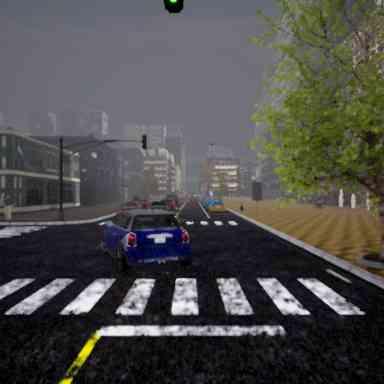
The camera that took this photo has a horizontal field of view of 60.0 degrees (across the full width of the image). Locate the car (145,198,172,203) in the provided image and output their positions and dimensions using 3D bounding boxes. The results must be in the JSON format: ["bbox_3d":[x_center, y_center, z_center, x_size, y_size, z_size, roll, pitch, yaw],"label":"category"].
[{"bbox_3d":[-3.079,1.558,31.328,1.812,1.442,4.674,0,0,-2],"label":"car"}]

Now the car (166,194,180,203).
[{"bbox_3d":[-3.048,1.275,51.859,2.150,2.045,5.566,0,0,1],"label":"car"}]

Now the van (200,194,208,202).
[{"bbox_3d":[2.727,1.420,75.447,1.690,1.788,3.998,0,0,0],"label":"van"}]

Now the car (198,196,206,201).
[{"bbox_3d":[2.732,1.663,92.101,1.947,1.339,4.313,0,0,0],"label":"car"}]

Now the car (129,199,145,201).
[{"bbox_3d":[-5.673,1.614,31.040,1.802,1.307,4.206,0,0,0],"label":"car"}]

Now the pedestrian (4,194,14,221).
[{"bbox_3d":[-12.740,1.060,23.048,0.375,1.860,0.375,0,-1,-1],"label":"pedestrian"}]

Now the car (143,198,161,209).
[{"bbox_3d":[-5.666,1.600,47.693,2.008,1.369,4.403,0,0,0],"label":"car"}]

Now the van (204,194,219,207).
[{"bbox_3d":[2.713,1.384,42.141,1.690,1.788,3.998,0,0,0],"label":"van"}]

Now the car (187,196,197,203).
[{"bbox_3d":[0.031,1.615,72.060,2.033,1.411,5.357,0,0,0],"label":"car"}]

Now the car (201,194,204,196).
[{"bbox_3d":[2.721,1.633,64.345,1.947,1.339,4.313,0,0,0],"label":"car"}]

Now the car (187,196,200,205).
[{"bbox_3d":[0.128,1.627,60.910,1.994,1.385,4.181,0,0,0],"label":"car"}]

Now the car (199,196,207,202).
[{"bbox_3d":[2.728,1.610,81.168,1.752,1.417,4.829,0,0,0],"label":"car"}]

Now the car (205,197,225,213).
[{"bbox_3d":[2.709,1.563,36.760,1.752,1.417,4.829,0,0,0],"label":"car"}]

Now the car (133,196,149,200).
[{"bbox_3d":[-5.670,1.352,36.591,2.192,1.841,5.009,0,0,0],"label":"car"}]

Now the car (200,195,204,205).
[{"bbox_3d":[2.716,1.606,53.243,2.008,1.369,4.403,0,0,0],"label":"car"}]

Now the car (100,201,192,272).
[{"bbox_3d":[-1.719,1.363,11.195,2.097,1.767,4.553,0,0,-23],"label":"car"}]

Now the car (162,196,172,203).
[{"bbox_3d":[-5.655,1.629,75.448,2.008,1.369,4.403,0,0,0],"label":"car"}]

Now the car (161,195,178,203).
[{"bbox_3d":[-3.079,1.520,41.362,1.882,1.535,5.008,0,0,0],"label":"car"}]

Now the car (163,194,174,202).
[{"bbox_3d":[-5.652,1.400,80.999,2.192,1.841,5.009,0,0,0],"label":"car"}]

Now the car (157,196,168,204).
[{"bbox_3d":[-5.660,1.592,64.176,1.752,1.417,4.829,0,0,0],"label":"car"}]
